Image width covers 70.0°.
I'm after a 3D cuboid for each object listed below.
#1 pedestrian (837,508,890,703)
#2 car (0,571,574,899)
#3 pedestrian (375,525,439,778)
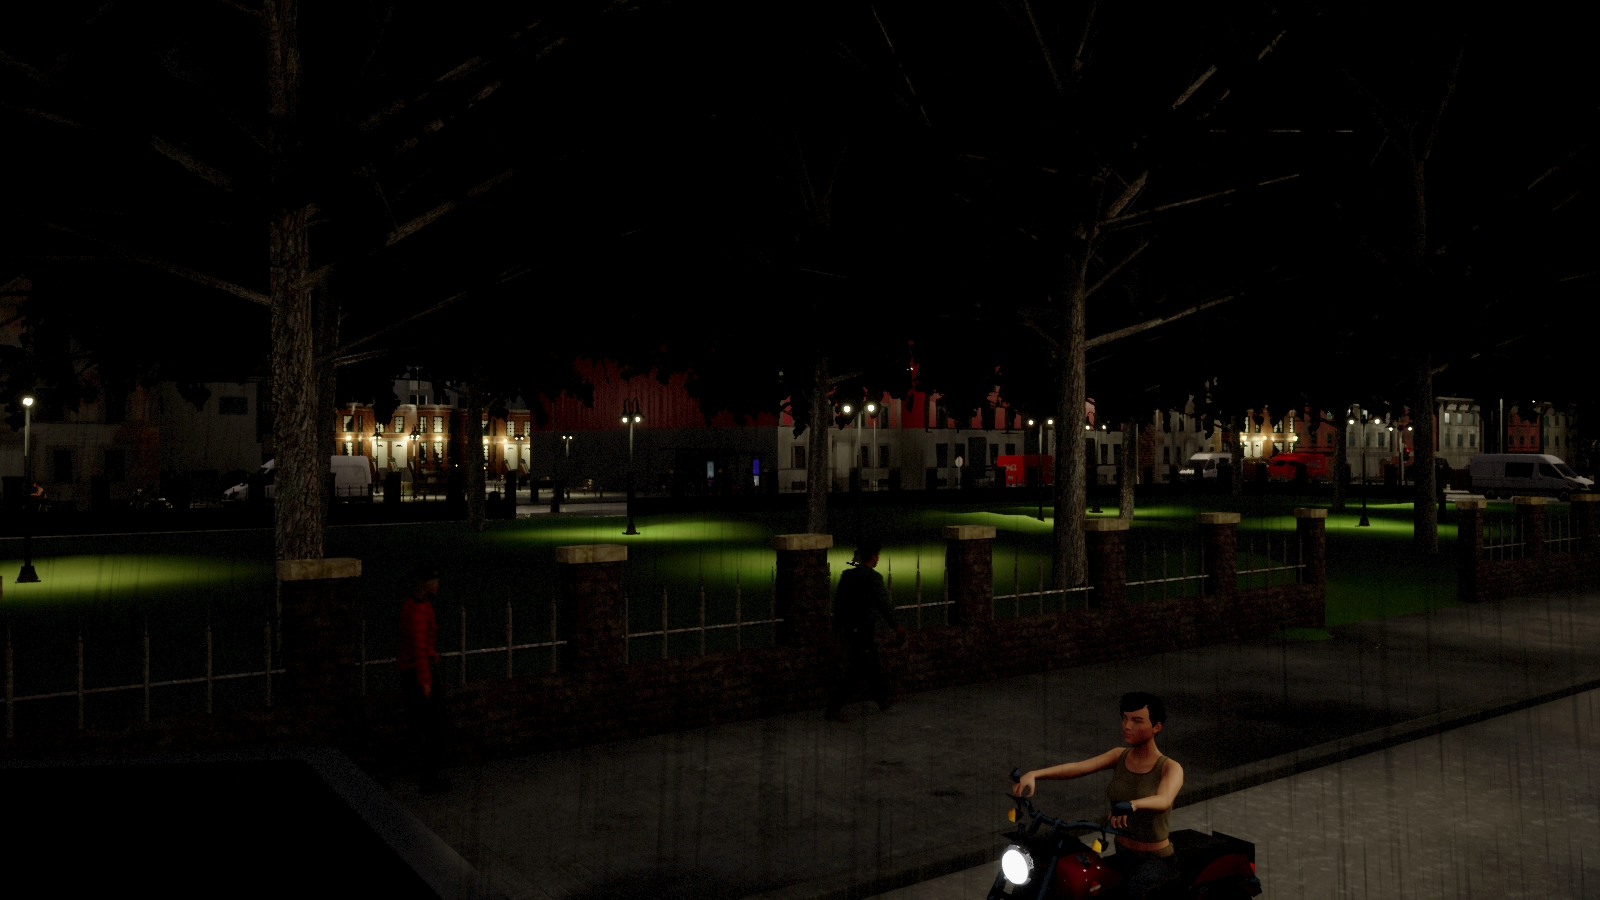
[{"bbox_3d":[0.626,1.521,11.343,0.375,1.860,0.375,0,0,-34],"label":"pedestrian"},{"bbox_3d":[-3.767,1.534,1.768,6.274,2.098,2.390,0,0,-35],"label":"car"},{"bbox_3d":[-3.034,1.523,8.813,0.375,1.860,0.375,0,0,-35],"label":"pedestrian"}]
